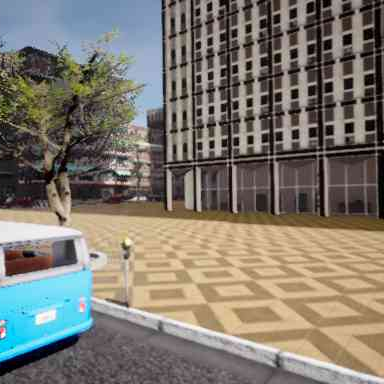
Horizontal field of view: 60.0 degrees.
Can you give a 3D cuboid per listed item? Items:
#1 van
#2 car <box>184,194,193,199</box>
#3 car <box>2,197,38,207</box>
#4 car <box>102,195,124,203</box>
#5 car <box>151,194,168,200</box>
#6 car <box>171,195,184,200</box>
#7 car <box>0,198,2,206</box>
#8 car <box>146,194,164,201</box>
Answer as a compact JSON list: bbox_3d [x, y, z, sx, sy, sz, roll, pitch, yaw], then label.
[{"bbox_3d":[-3.365,1.363,5.325,3.998,1.788,1.690,0,-1,36],"label":"van"},{"bbox_3d":[-1.276,1.215,78.412,1.802,1.307,4.206,-1,0,36],"label":"car"},{"bbox_3d":[-23.969,1.356,47.072,1.967,1.590,4.097,-1,0,36],"label":"car"},{"bbox_3d":[-14.244,1.231,60.504,1.967,1.590,4.097,-1,0,36],"label":"car"},{"bbox_3d":[-8.064,1.227,83.328,1.967,1.590,4.097,-1,0,36],"label":"car"},{"bbox_3d":[-4.518,1.217,73.935,1.887,1.381,4.507,-1,0,36],"label":"car"},{"bbox_3d":[-30.753,1.615,51.988,1.887,1.381,4.507,-1,0,36],"label":"car"},{"bbox_3d":[-7.759,1.262,69.458,2.008,1.369,4.403,-1,0,36],"label":"car"}]
